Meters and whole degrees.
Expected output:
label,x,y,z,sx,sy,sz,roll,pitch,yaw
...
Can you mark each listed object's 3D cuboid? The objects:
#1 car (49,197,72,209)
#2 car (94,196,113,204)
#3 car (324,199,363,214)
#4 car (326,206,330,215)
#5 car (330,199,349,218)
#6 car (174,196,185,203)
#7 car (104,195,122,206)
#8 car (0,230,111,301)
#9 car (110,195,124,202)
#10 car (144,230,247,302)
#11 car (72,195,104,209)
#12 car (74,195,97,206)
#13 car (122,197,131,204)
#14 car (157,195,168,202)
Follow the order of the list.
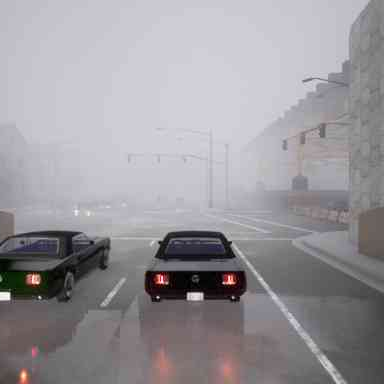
label,x,y,z,sx,sy,sz,roll,pitch,yaw
car,-17.360,1.491,44.502,2.128,1.511,4.902,0,0,2
car,-16.828,1.547,63.282,2.033,1.411,5.357,0,0,2
car,14.093,1.295,30.790,4.536,1.218,1.853,0,0,-45
car,14.056,1.452,30.754,4.974,1.542,2.038,0,0,-45
car,13.949,1.452,26.147,2.038,1.542,4.974,0,0,-35
car,-2.628,1.564,69.303,1.994,1.385,4.181,0,0,1
car,-13.596,1.547,54.527,2.033,1.411,5.357,0,0,2
car,-3.422,1.601,8.242,1.895,1.301,4.718,0,0,0
car,-16.519,1.478,73.730,1.882,1.535,5.008,0,0,1
car,0.078,1.601,8.232,1.895,1.301,4.718,0,0,0
car,-13.855,1.477,44.703,1.882,1.535,5.008,0,0,2
car,-17.120,1.352,53.702,2.097,1.767,4.553,0,0,2
car,-13.278,1.601,64.831,1.895,1.301,4.718,0,0,2
car,-6.127,1.367,69.392,1.994,1.385,4.181,0,0,1
